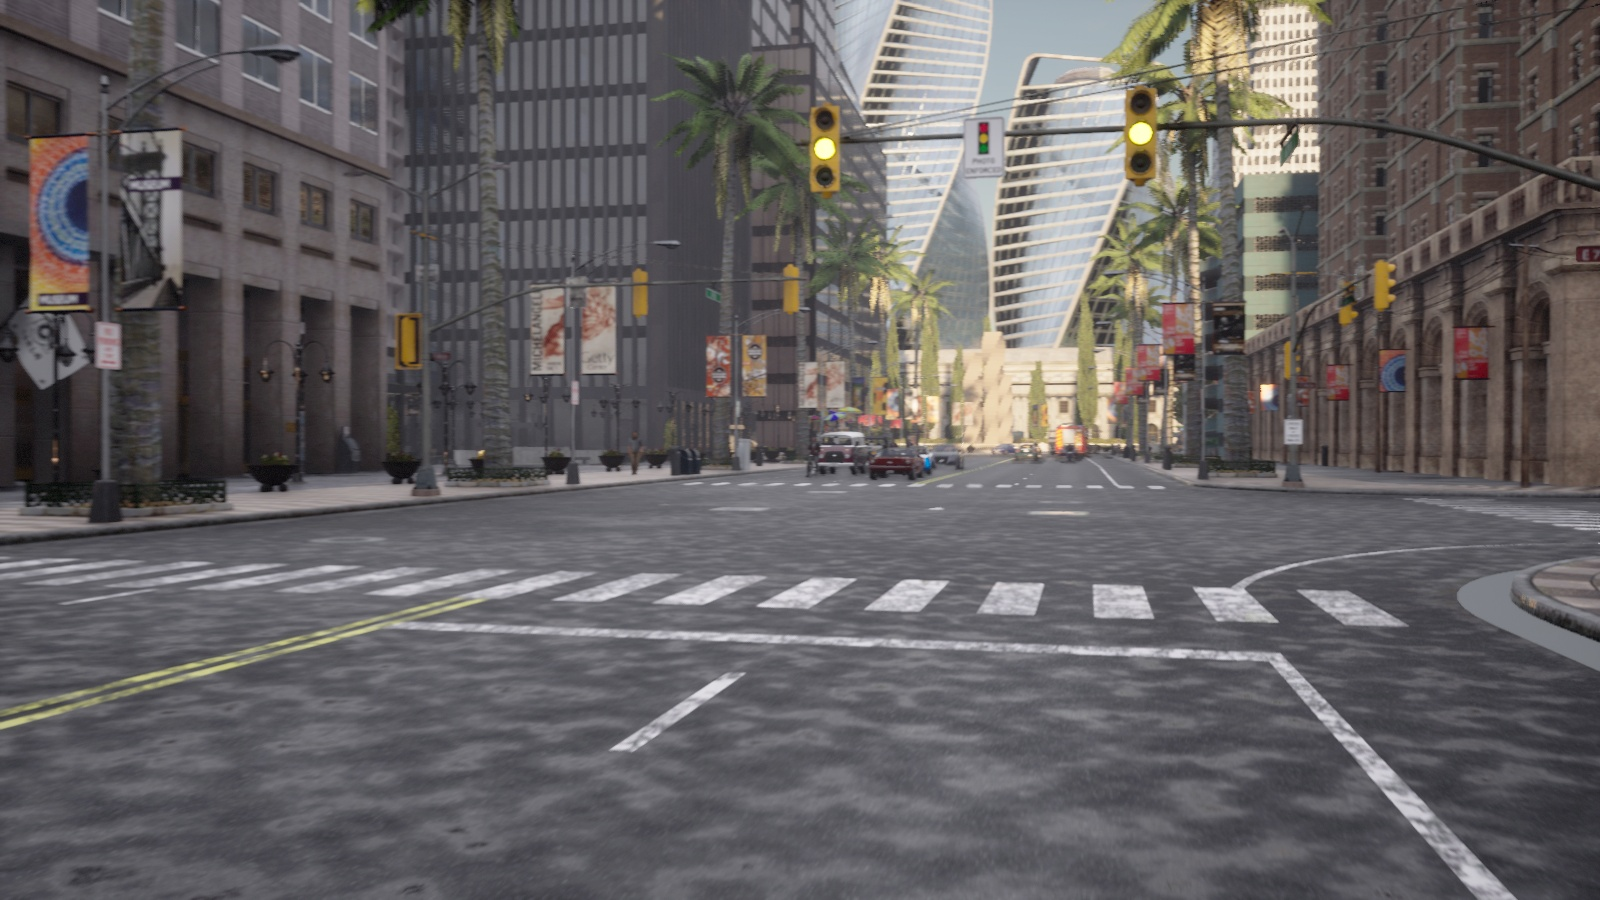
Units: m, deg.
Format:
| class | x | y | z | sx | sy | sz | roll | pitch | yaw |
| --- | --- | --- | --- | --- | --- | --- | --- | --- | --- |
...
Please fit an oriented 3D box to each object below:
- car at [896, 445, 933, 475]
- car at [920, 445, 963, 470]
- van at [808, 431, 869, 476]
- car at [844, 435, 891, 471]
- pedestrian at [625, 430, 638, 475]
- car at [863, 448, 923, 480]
| class | x | y | z | sx | sy | sz | roll | pitch | yaw |
| --- | --- | --- | --- | --- | --- | --- | --- | --- | --- |
| car | 5.478 | 0.475 | 59.756 | 1.481 | 1.376 | 2.207 | 0 | 0 | 12 |
| car | 8.090 | 0.422 | 71.690 | 1.994 | 1.385 | 4.181 | 0 | 0 | 12 |
| van | 1.884 | 0.136 | 59.695 | 2.069 | 2.038 | 4.480 | 0 | 0 | 12 |
| car | 3.681 | 0.166 | 67.924 | 1.905 | 1.878 | 3.866 | 0 | 0 | 13 |
| pedestrian | -6.867 | 0.098 | 51.123 | 0.540 | 1.848 | 0.694 | 0 | 0 | -8 |
| car | 3.968 | 0.556 | 52.872 | 1.895 | 1.301 | 4.718 | 0 | 0 | 12 |
